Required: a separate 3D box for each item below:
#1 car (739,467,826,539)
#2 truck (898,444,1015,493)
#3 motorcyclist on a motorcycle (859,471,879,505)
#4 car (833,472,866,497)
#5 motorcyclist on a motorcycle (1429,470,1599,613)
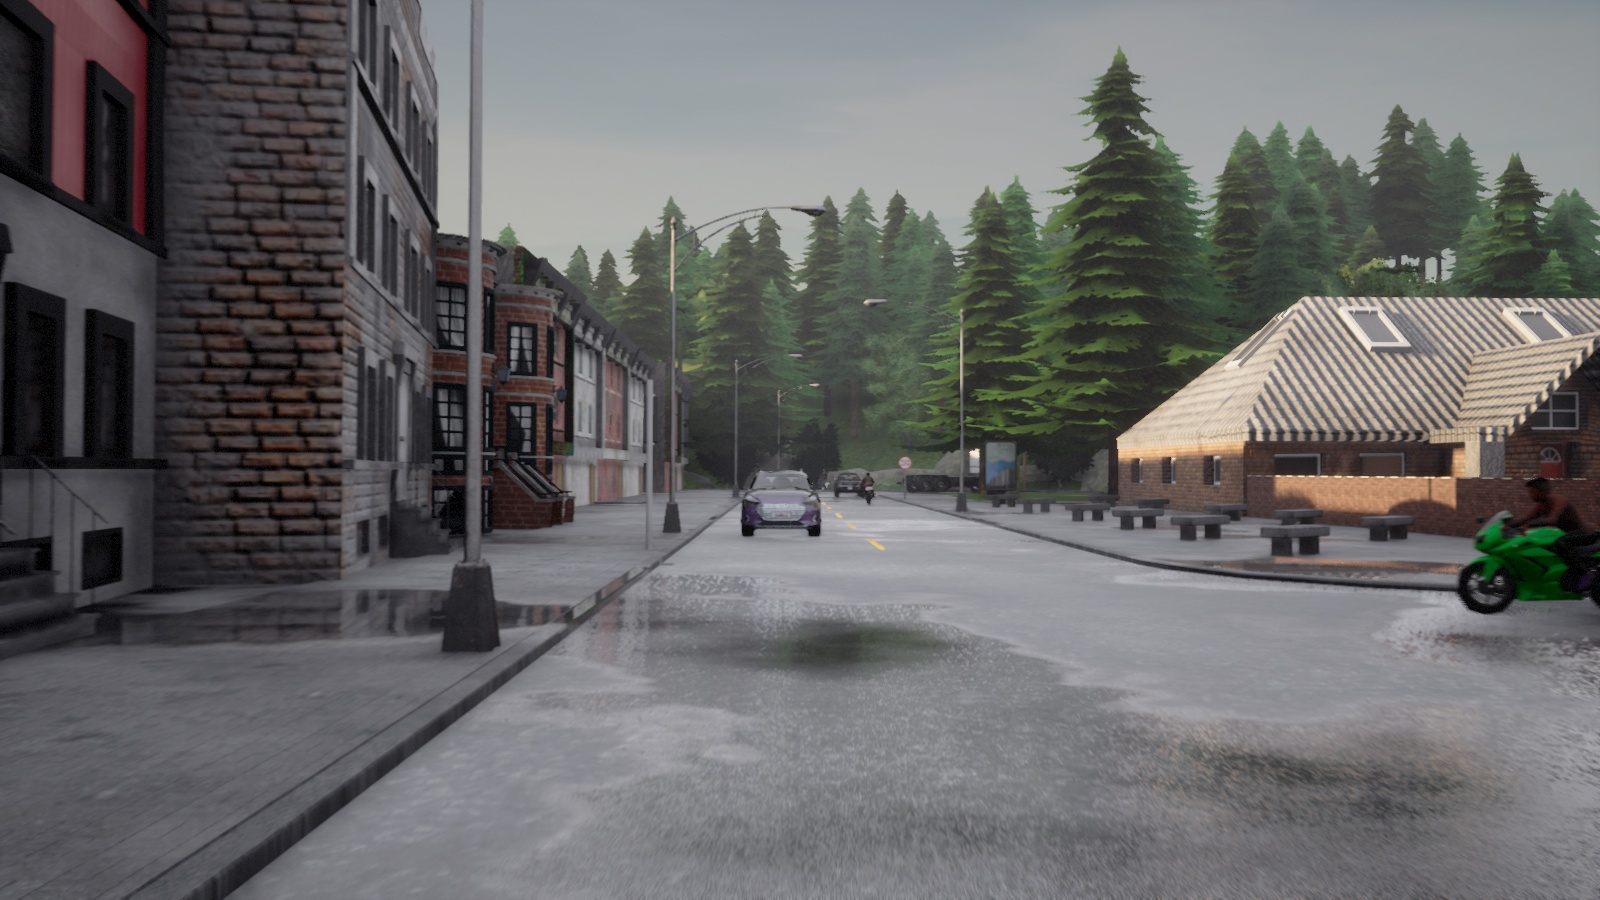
[{"bbox_3d":[-0.444,1.277,31.674,2.033,1.649,4.856,0,-1,-1],"label":"car"},{"bbox_3d":[11.412,1.324,91.689,7.936,3.462,2.891,0,-1,-14],"label":"truck"},{"bbox_3d":[3.239,1.770,58.863,0.797,1.523,2.044,0,-1,-1],"label":"motorcyclist on a motorcycle"},{"bbox_3d":[3.035,2.111,77.303,1.816,1.474,4.193,0,-1,-1],"label":"car"},{"bbox_3d":[8.172,0.996,13.829,2.044,1.523,0.797,0,-2,5],"label":"motorcyclist on a motorcycle"}]
